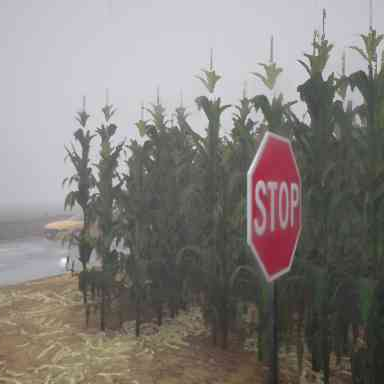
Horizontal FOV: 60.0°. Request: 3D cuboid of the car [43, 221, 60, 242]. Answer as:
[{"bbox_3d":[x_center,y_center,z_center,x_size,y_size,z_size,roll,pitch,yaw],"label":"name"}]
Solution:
[{"bbox_3d":[-5.036,1.673,16.989,1.882,1.535,5.008,0,0,34],"label":"car"}]
